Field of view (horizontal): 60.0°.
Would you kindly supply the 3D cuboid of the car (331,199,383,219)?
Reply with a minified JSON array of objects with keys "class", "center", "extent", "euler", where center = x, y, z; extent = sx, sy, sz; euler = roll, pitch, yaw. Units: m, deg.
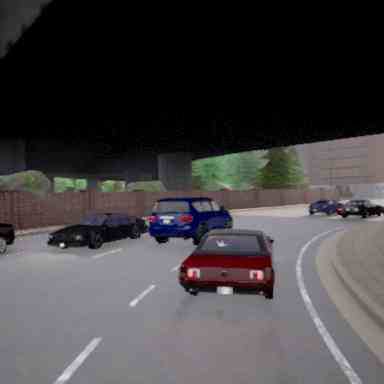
[{"class":"car","center":[13.481,1.331,26.461],"extent":[5.357,1.411,2.033],"euler":[-1,0,-42]}]

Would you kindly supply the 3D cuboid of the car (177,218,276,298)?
[{"class":"car","center":[1.149,1.598,8.550],"extent":[1.895,1.301,4.718],"euler":[-1,0,13]}]

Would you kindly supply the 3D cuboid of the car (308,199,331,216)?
[{"class":"car","center":[12.140,1.345,29.852],"extent":[4.674,1.442,1.812],"euler":[-1,0,-43]}]

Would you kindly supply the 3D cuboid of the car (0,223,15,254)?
[{"class":"car","center":[-8.790,1.690,11.884],"extent":[1.882,1.535,5.008],"euler":[-2,0,17]}]

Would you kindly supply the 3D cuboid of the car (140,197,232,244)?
[{"class":"car","center":[0.146,1.257,15.774],"extent":[2.150,2.045,5.566],"euler":[-2,0,26]}]

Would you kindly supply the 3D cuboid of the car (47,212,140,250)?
[{"class":"car","center":[-4.042,1.670,15.398],"extent":[2.033,1.411,5.357],"euler":[-1,0,23]}]
